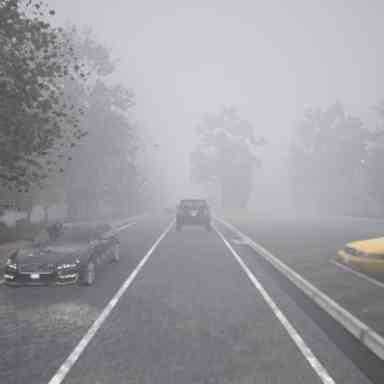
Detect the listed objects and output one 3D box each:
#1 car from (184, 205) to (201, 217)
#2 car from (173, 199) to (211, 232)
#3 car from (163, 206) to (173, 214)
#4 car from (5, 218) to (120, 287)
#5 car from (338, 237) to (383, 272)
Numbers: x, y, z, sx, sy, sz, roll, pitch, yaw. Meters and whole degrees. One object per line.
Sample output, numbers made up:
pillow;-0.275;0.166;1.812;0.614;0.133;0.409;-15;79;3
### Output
car;0.098;2.339;41.229;1.994;1.385;4.181;0;-2;0
car;0.100;1.471;22.304;2.150;2.045;5.566;0;-1;0
car;-3.333;2.713;50.643;1.895;1.301;4.718;0;-2;0
car;-3.350;1.560;9.529;1.837;1.490;4.892;0;0;0
car;6.899;1.506;9.106;5.366;1.575;1.946;0;0;0
